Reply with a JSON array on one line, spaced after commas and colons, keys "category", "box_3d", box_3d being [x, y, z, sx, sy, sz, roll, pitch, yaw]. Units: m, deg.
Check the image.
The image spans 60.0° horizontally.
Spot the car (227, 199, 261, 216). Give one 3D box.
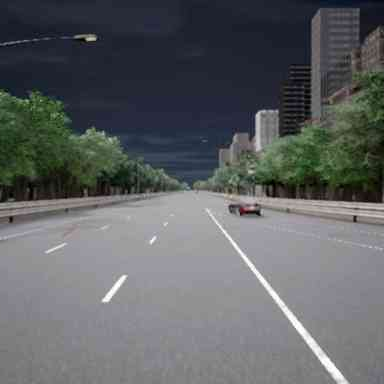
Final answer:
[{"category": "car", "box_3d": [4.656, 1.354, 30.064, 2.163, 1.488, 4.792, 0, 0, -9]}]
